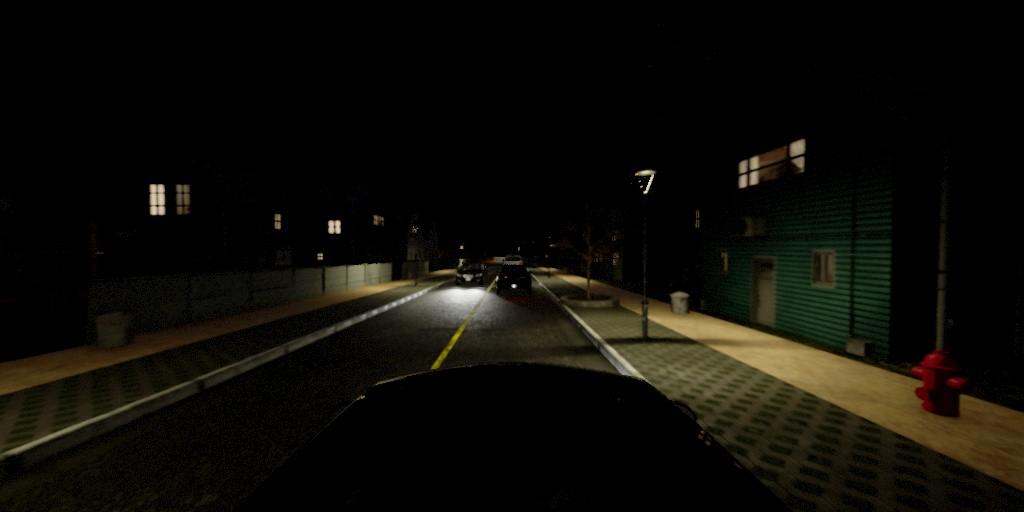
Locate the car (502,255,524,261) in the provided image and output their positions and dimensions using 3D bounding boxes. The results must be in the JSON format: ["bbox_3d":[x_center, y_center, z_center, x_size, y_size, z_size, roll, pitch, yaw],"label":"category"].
[{"bbox_3d":[0.093,0.942,39.126,2.150,2.045,5.566,0,0,0],"label":"car"}]

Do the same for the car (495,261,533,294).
[{"bbox_3d":[0.097,1.240,20.160,1.837,1.490,4.892,0,0,0],"label":"car"}]

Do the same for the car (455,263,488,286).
[{"bbox_3d":[-2.775,1.224,25.352,2.128,1.511,4.902,0,0,0],"label":"car"}]
